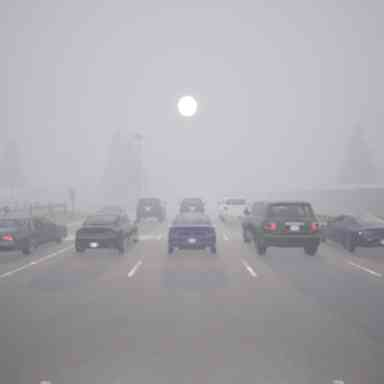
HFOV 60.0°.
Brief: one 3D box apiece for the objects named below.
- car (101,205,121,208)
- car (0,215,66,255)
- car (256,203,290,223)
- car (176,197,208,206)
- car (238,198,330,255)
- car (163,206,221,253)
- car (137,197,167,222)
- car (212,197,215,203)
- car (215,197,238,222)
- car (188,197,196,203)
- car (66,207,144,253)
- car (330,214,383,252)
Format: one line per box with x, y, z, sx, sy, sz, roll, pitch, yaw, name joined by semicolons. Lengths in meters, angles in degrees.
-6.990;1.819;28.981;2.033;1.411;5.357;0;-1;0;car
-6.994;1.679;13.982;2.033;1.411;5.357;0;-1;0;car
7.015;1.782;29.292;1.837;1.490;4.892;0;0;0;car
0.012;1.488;29.019;2.150;2.045;5.566;0;0;0;car
3.506;1.348;14.014;2.150;2.045;5.566;0;0;0;car
0.012;1.614;14.458;1.882;1.535;5.008;0;0;0;car
-3.488;1.488;29.024;2.150;2.045;5.566;0;0;0;car
7.034;2.347;91.205;2.128;1.511;4.902;0;-1;0;car
3.512;1.489;29.023;2.150;2.045;5.566;0;0;0;car
0.034;2.190;92.462;2.097;1.767;4.553;0;-1;0;car
-3.490;1.642;14.299;1.837;1.490;4.892;0;0;0;car
7.011;1.661;14.384;1.812;1.442;4.674;0;0;0;car
